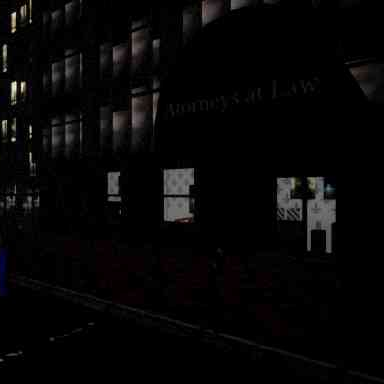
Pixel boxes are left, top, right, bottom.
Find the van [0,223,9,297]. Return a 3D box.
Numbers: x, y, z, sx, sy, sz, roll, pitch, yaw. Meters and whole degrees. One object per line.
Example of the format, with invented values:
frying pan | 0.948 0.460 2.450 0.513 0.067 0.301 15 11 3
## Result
van | -5.363 1.341 6.694 3.998 1.788 1.690 0 0 35
